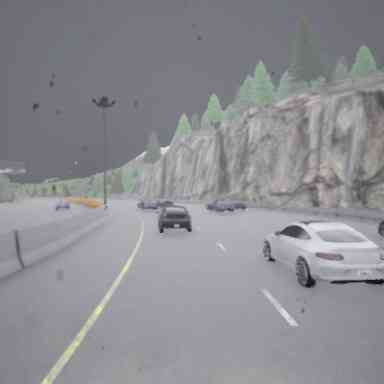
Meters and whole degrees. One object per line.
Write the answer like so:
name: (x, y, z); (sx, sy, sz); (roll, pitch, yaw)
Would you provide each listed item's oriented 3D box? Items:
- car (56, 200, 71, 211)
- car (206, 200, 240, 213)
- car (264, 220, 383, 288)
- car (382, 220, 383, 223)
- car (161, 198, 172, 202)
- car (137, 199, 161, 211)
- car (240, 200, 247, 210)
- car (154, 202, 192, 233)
car: (-18.655, 1.937, 48.283); (1.812, 1.442, 4.674); (-1, 0, -18)
car: (3.116, 1.604, 37.659); (2.033, 1.411, 5.357); (-1, 0, -15)
car: (3.386, 1.500, 9.105); (1.812, 1.442, 4.674); (-1, 0, -4)
car: (9.989, 1.454, 14.201); (1.994, 1.385, 4.181); (-1, 0, -5)
car: (-4.166, 1.703, 49.496); (1.837, 1.490, 4.892); (0, 0, -19)
car: (-6.292, 1.766, 45.738); (2.033, 1.411, 5.357); (-1, 0, -19)
car: (5.221, 1.638, 42.405); (1.895, 1.301, 4.718); (-1, 0, -15)
car: (-1.163, 1.579, 20.504); (1.837, 1.490, 4.892); (0, 0, -8)
